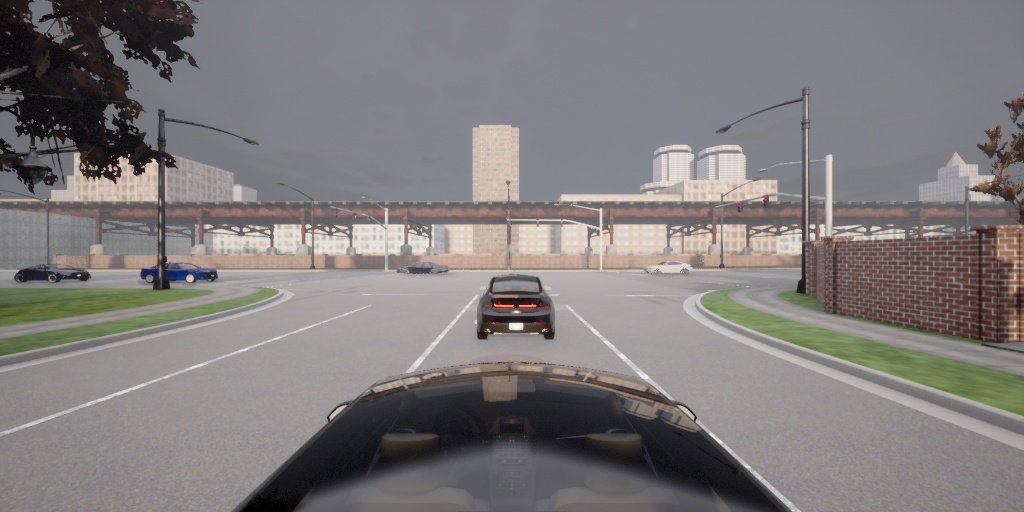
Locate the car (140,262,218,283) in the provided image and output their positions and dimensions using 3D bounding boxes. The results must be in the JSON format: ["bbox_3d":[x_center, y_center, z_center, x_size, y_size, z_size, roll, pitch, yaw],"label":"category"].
[{"bbox_3d":[-25.226,1.228,27.291,5.008,1.535,1.882,0,0,2],"label":"car"}]

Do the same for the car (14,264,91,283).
[{"bbox_3d":[-35.254,1.314,27.600,4.181,1.385,1.994,0,0,2],"label":"car"}]

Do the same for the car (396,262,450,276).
[{"bbox_3d":[-9.233,1.297,37.558,5.357,1.411,2.033,0,0,2],"label":"car"}]

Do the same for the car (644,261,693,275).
[{"bbox_3d":[16.032,1.209,36.806,4.674,1.442,1.812,0,0,0],"label":"car"}]

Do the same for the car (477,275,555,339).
[{"bbox_3d":[0.093,1.256,10.060,1.837,1.490,4.892,0,0,0],"label":"car"}]
